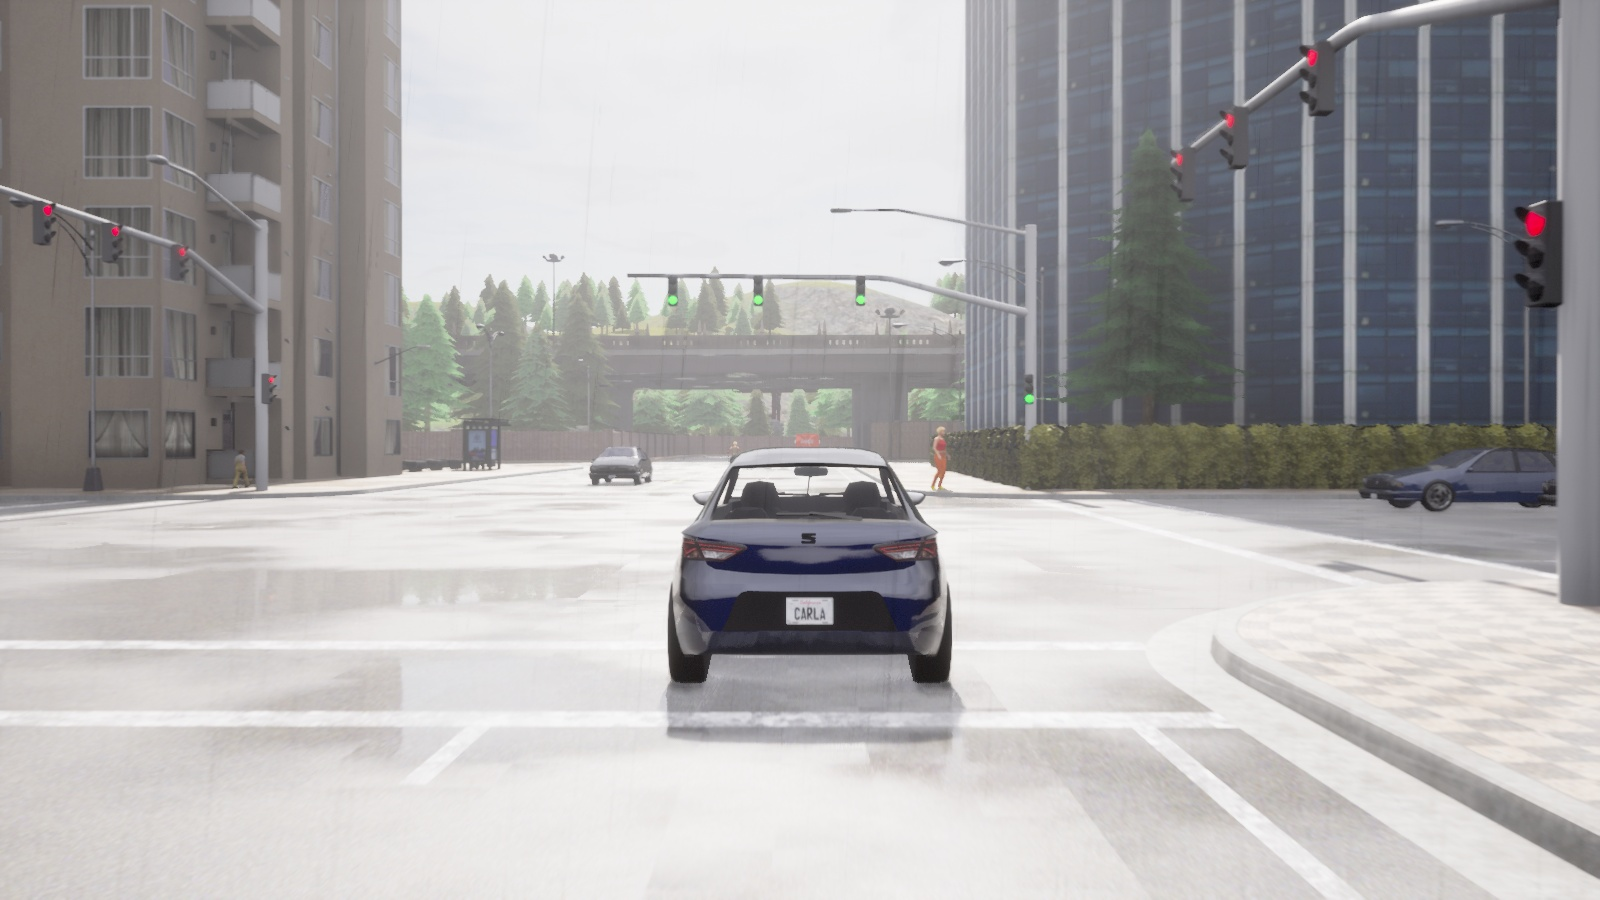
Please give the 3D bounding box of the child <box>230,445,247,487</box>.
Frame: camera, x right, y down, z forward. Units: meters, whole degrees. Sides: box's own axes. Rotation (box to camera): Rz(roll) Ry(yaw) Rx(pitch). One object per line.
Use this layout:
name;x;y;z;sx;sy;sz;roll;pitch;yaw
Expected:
child;-17.098;0.487;38.265;0.270;1.263;0.437;0;0;10

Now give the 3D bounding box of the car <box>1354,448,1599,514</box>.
car;15.515;0.671;28.079;5.357;1.411;2.033;0;0;0

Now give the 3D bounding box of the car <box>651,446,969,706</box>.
car;0.068;0.716;9.263;1.816;1.474;4.193;0;0;0

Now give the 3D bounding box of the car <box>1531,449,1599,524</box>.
car;17.583;0.690;24.586;5.357;1.411;2.033;0;0;0

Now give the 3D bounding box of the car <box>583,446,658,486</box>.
car;-6.712;0.559;47.550;2.033;1.411;5.357;0;0;0

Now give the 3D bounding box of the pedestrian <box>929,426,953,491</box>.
pedestrian;4.027;0.232;35.868;0.594;1.836;0.345;0;0;44
